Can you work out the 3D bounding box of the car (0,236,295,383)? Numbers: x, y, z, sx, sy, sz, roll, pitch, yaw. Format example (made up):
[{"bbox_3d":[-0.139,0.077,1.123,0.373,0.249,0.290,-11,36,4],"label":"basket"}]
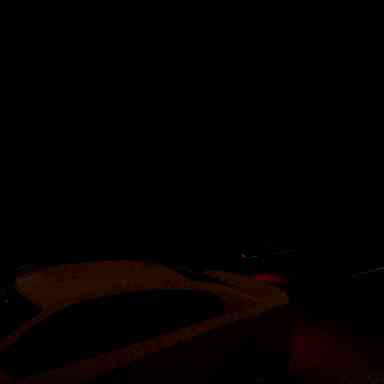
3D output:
[{"bbox_3d":[-1.154,1.483,3.148,5.008,1.535,1.882,1,0,-35],"label":"car"}]

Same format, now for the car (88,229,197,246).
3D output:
[{"bbox_3d":[-1.119,1.570,7.469,5.357,1.411,2.033,1,0,-35],"label":"car"}]
